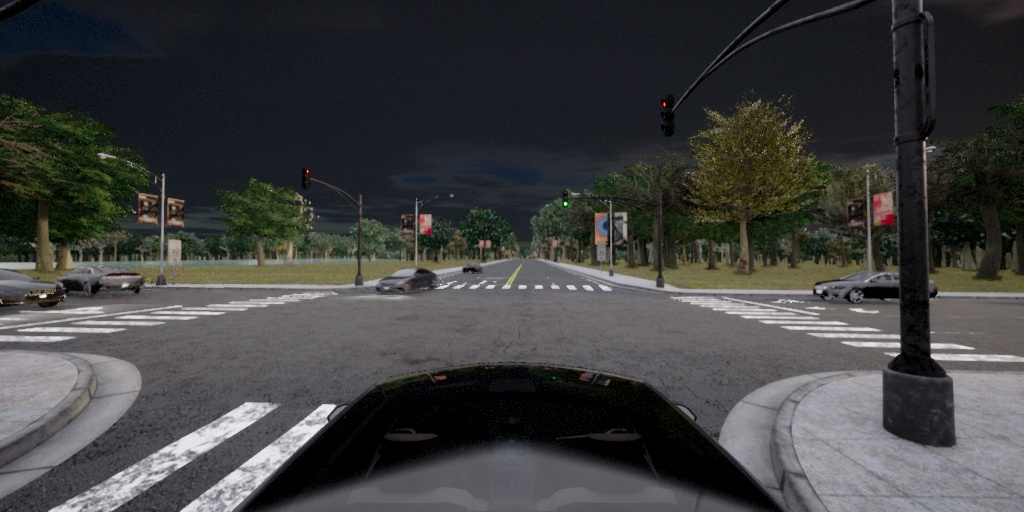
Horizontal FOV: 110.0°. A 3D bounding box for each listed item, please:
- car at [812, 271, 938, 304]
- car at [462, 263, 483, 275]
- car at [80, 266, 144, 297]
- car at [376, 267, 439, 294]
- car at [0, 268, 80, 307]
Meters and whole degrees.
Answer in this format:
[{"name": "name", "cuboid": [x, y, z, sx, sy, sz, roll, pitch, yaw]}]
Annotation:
[{"name": "car", "cuboid": [17.585, 1.506, 17.538, 4.902, 1.511, 2.128, 0, -1, 3]}, {"name": "car", "cuboid": [-4.499, 1.424, 41.182, 1.895, 1.301, 4.718, 0, 0, 2]}, {"name": "car", "cuboid": [-21.263, 1.257, 18.479, 4.902, 1.511, 2.128, 0, -1, 21]}, {"name": "car", "cuboid": [-6.056, 1.406, 21.406, 1.812, 1.442, 4.674, -1, 1, 17]}, {"name": "car", "cuboid": [-18.781, 1.141, 12.632, 4.892, 1.490, 1.837, 0, -1, 3]}]
